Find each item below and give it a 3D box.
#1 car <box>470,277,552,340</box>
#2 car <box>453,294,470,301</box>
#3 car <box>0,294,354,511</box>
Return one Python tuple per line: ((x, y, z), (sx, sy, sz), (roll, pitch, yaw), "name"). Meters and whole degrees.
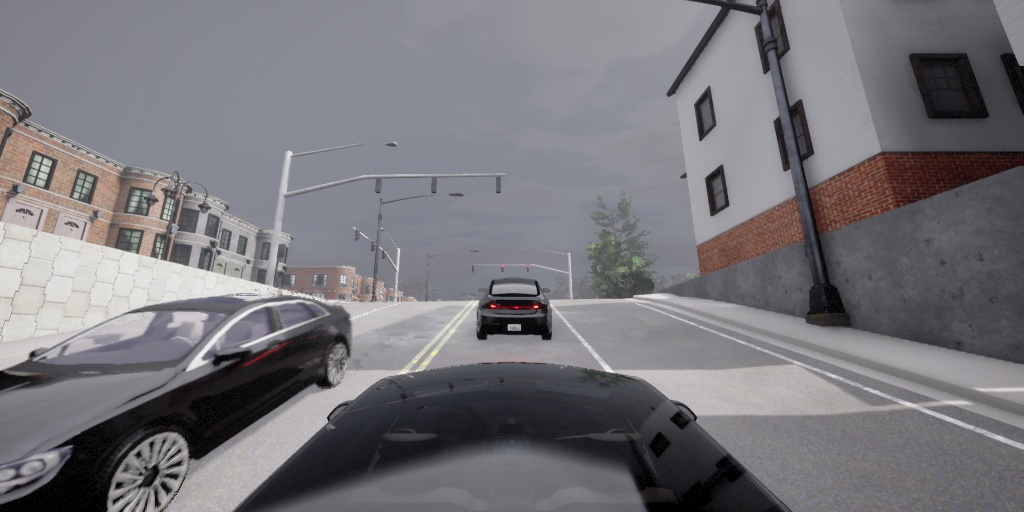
((0.065, 1.352, 10.343), (1.837, 1.490, 4.892), (0, 0, 0), "car")
((-3.636, 3.866, 29.500), (1.837, 1.490, 4.892), (0, -13, 0), "car")
((-3.607, 1.265, 4.168), (2.128, 1.511, 4.902), (0, 0, 0), "car")
